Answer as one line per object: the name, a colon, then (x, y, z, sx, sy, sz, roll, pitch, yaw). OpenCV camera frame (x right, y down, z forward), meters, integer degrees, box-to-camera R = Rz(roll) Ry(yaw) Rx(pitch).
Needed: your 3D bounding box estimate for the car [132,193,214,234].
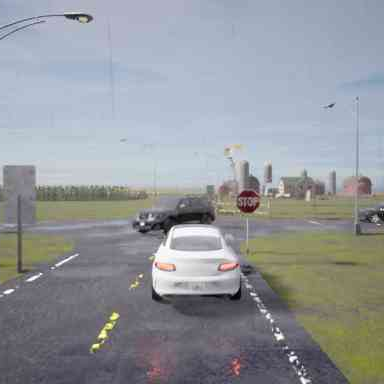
car: (-0.877, 1.257, 19.040, 2.150, 2.045, 5.566, -2, -1, 37)

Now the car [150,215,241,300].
car: (0.084, 1.531, 8.259, 1.812, 1.442, 4.674, 0, 0, 0)

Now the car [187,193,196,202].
car: (-0.165, 1.296, 78.659, 2.150, 2.045, 5.566, 0, 0, 0)

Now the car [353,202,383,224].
car: (14.403, 1.495, 24.441, 4.892, 1.490, 1.837, 0, 1, -2)
